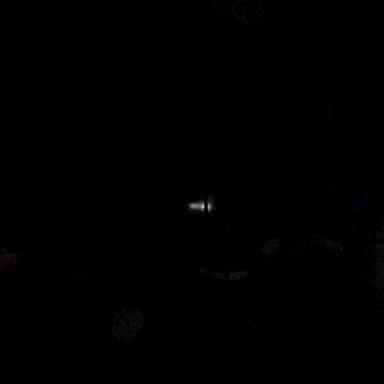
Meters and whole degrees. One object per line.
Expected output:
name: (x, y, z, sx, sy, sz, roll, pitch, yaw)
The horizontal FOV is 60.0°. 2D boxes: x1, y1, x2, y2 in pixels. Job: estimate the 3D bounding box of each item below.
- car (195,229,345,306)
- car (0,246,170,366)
car: (2.024, 1.582, 7.986, 4.206, 1.307, 1.802, 0, 0, -36)
car: (-2.470, 1.545, 4.772, 4.507, 1.381, 1.887, 0, 0, -36)
